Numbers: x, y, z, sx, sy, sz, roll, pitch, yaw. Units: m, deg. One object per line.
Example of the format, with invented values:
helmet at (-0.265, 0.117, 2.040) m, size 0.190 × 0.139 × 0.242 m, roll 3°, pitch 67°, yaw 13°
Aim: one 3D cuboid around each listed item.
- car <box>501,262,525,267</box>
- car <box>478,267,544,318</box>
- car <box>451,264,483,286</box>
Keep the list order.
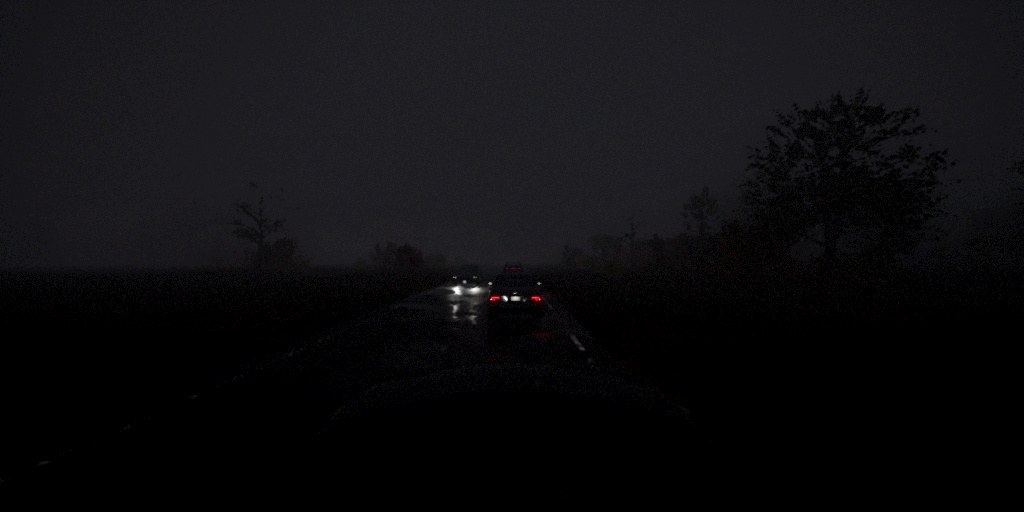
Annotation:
car at (0.106, 1.239, 31.611) m, size 2.128 × 1.511 × 4.902 m, roll 0°, pitch 0°, yaw 0°
car at (0.101, 1.297, 13.018) m, size 2.033 × 1.411 × 5.357 m, roll 0°, pitch 0°, yaw 0°
car at (-3.052, 1.296, 25.880) m, size 2.033 × 1.411 × 5.357 m, roll 0°, pitch 0°, yaw 0°
